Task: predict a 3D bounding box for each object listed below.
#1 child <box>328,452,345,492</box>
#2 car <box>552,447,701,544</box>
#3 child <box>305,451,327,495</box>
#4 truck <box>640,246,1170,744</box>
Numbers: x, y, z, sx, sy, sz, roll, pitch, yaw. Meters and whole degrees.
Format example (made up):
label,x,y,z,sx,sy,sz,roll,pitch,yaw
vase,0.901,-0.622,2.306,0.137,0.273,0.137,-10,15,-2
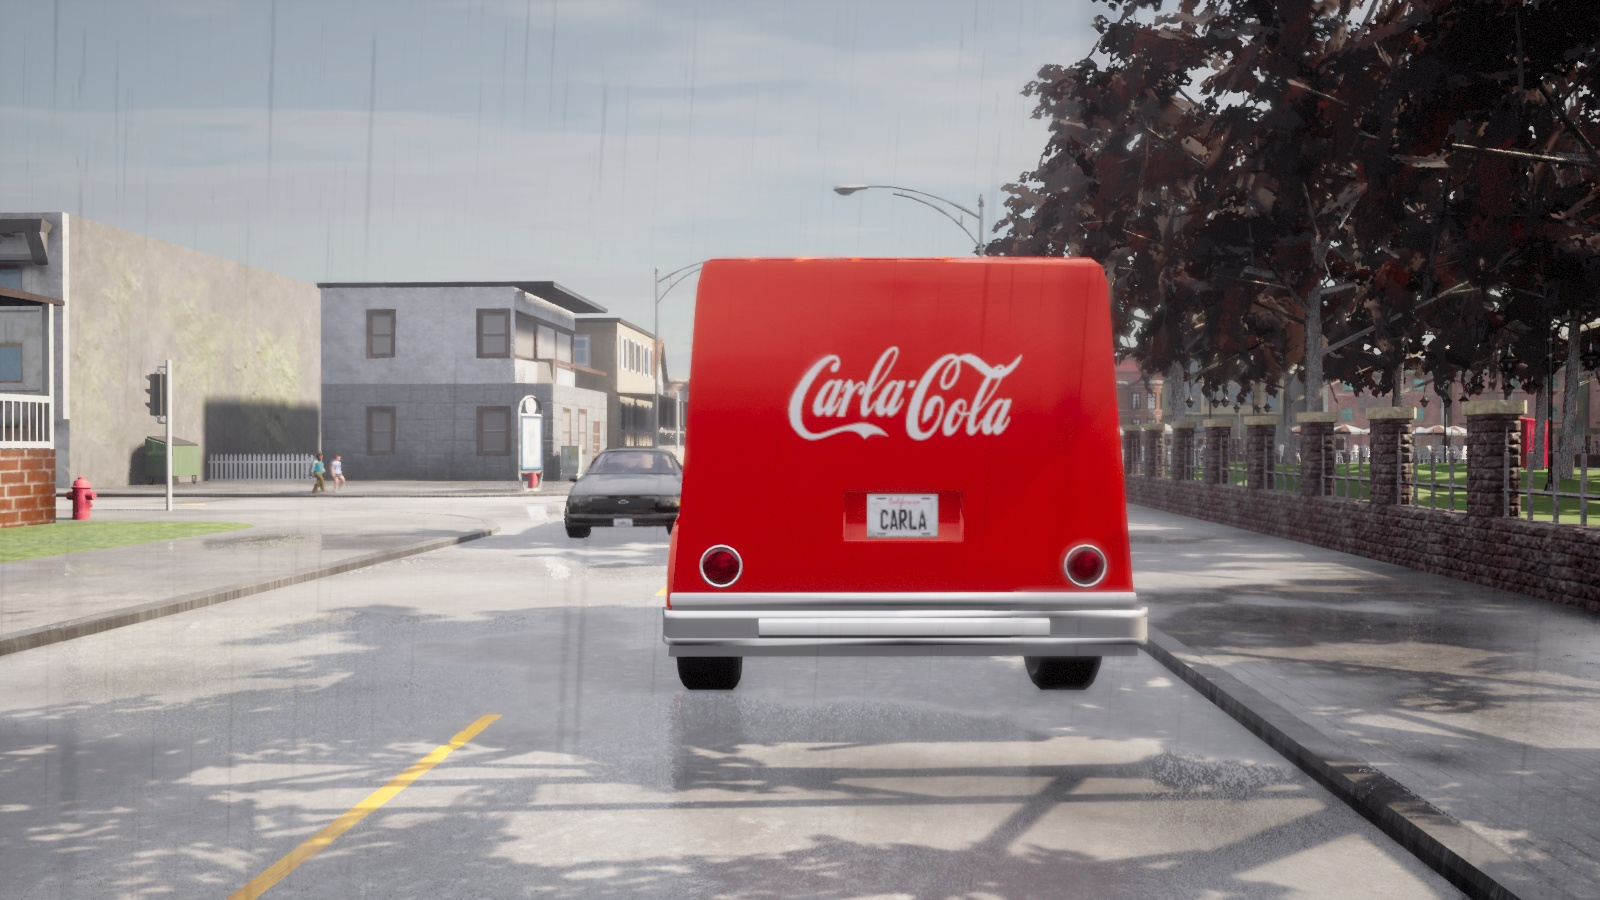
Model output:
label,x,y,z,sx,sy,sz,roll,pitch,yaw
child,-13.031,0.626,35.318,0.394,1.110,0.255,0,0,27
car,-2.777,0.672,21.262,2.033,1.411,5.357,0,0,-3
child,-13.409,0.629,34.807,0.448,1.192,0.343,0,0,15
truck,0.519,0.210,8.828,2.627,2.467,5.204,0,0,0
